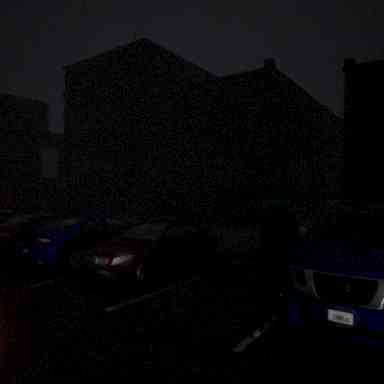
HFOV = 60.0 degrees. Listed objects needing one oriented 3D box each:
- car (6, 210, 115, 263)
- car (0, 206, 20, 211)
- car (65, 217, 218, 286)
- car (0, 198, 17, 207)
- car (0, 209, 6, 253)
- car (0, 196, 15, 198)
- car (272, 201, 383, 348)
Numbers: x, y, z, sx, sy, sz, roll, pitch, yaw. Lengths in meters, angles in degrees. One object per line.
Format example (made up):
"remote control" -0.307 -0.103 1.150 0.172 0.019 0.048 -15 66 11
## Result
"car" -5.432 1.529 12.916 2.002 1.452 4.674 0 0 36
"car" -7.773 1.534 14.608 2.002 1.452 4.674 0 0 36
"car" -0.960 1.522 9.689 2.002 1.452 4.674 0 0 36
"car" -9.919 1.373 16.124 2.185 1.767 4.553 0 0 36
"car" -6.969 1.359 8.428 4.553 1.767 2.097 0 0 36
"car" -12.152 1.250 17.743 2.435 2.045 5.566 0 0 36
"car" 3.490 1.228 6.433 2.435 2.045 5.566 0 0 36
